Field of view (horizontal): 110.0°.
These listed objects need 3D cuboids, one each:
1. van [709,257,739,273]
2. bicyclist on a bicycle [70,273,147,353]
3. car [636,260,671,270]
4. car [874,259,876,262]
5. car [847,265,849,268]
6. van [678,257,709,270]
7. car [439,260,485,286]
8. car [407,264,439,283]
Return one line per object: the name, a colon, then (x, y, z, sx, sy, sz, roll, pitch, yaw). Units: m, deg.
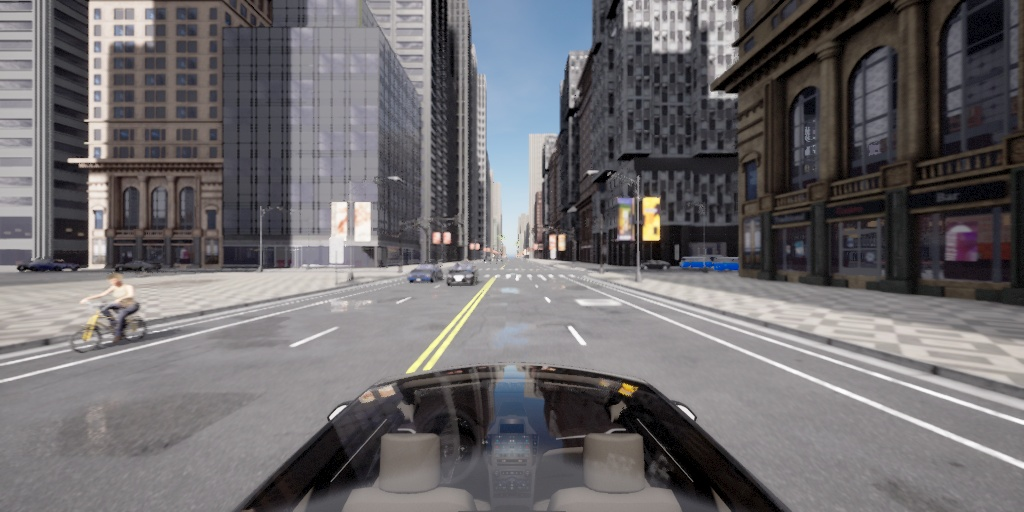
van: (24.705, 1.019, 39.986, 3.998, 1.789, 1.690, 0, 0, 0)
bicyclist on a bicycle: (-8.752, 1.185, 7.851, 0.866, 1.612, 1.509, 0, 0, 0)
car: (19.120, 1.248, 48.534, 4.403, 1.370, 2.007, 0, 0, 0)
car: (41.561, 1.086, 39.916, 4.097, 1.591, 1.967, 0, 0, 0)
car: (35.942, 1.239, 39.940, 4.207, 1.307, 1.802, 0, 0, 0)
van: (24.738, 1.027, 48.511, 3.998, 1.789, 1.690, 0, 0, 0)
car: (-3.318, 1.236, 24.887, 2.128, 1.511, 4.902, 0, 0, 0)
car: (-6.546, 1.290, 27.870, 2.033, 1.411, 5.357, 0, 0, 0)
